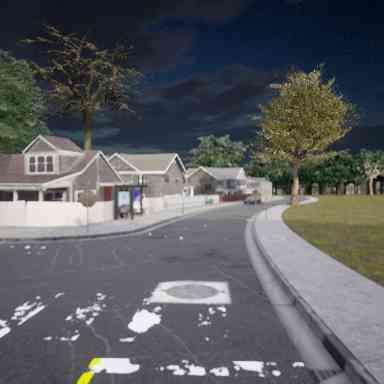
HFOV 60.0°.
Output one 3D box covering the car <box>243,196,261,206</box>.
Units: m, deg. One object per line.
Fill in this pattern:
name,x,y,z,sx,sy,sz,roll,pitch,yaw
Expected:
car,9.861,1.381,54.291,1.882,1.535,5.008,1,1,26
